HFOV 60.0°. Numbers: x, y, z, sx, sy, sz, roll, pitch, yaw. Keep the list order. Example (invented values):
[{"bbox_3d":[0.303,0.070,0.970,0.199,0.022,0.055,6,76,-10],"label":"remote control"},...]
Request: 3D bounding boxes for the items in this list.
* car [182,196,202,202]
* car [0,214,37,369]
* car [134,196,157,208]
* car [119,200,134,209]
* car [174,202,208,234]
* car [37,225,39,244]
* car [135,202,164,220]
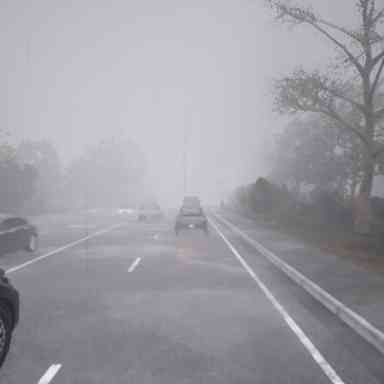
[{"bbox_3d":[-0.017,1.544,41.553,2.150,2.045,5.566,0,-1,1],"label":"car"},{"bbox_3d":[-3.424,1.233,2.194,2.150,2.045,5.566,0,0,0],"label":"car"},{"bbox_3d":[-6.797,1.646,51.382,2.150,2.045,5.566,0,-1,4],"label":"car"},{"bbox_3d":[-10.196,2.002,52.683,1.994,1.385,4.181,0,-1,4],"label":"car"},{"bbox_3d":[-0.047,1.610,20.044,2.128,1.511,4.902,0,0,0],"label":"car"},{"bbox_3d":[-7.077,1.570,11.578,1.837,1.490,4.892,0,-1,0],"label":"car"},{"bbox_3d":[-3.612,1.813,30.027,1.895,1.301,4.718,0,-1,0],"label":"car"}]
